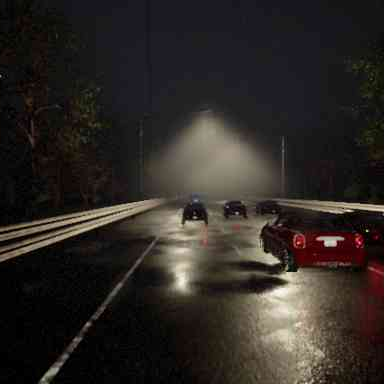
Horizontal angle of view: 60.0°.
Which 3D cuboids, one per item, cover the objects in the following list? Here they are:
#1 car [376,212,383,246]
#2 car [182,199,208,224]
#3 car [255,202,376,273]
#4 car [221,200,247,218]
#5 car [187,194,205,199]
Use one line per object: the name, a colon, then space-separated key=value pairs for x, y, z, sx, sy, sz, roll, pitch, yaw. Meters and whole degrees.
car: x=7.142 y=1.536 z=14.100 sx=1.812 sy=1.442 sz=4.674 roll=0 pitch=0 yaw=0
car: x=0.231 y=1.543 z=24.826 sx=1.812 sy=1.442 sz=4.674 roll=0 pitch=0 yaw=1
car: x=3.628 y=1.360 z=10.818 sx=2.097 sy=1.767 sz=4.553 roll=0 pitch=0 yaw=0
car: x=3.796 y=1.525 z=30.267 sx=1.837 sy=1.490 sz=4.892 roll=0 pitch=0 yaw=1
car: x=0.502 y=1.249 z=43.009 sx=2.150 sy=2.045 sz=5.566 roll=0 pitch=0 yaw=1
